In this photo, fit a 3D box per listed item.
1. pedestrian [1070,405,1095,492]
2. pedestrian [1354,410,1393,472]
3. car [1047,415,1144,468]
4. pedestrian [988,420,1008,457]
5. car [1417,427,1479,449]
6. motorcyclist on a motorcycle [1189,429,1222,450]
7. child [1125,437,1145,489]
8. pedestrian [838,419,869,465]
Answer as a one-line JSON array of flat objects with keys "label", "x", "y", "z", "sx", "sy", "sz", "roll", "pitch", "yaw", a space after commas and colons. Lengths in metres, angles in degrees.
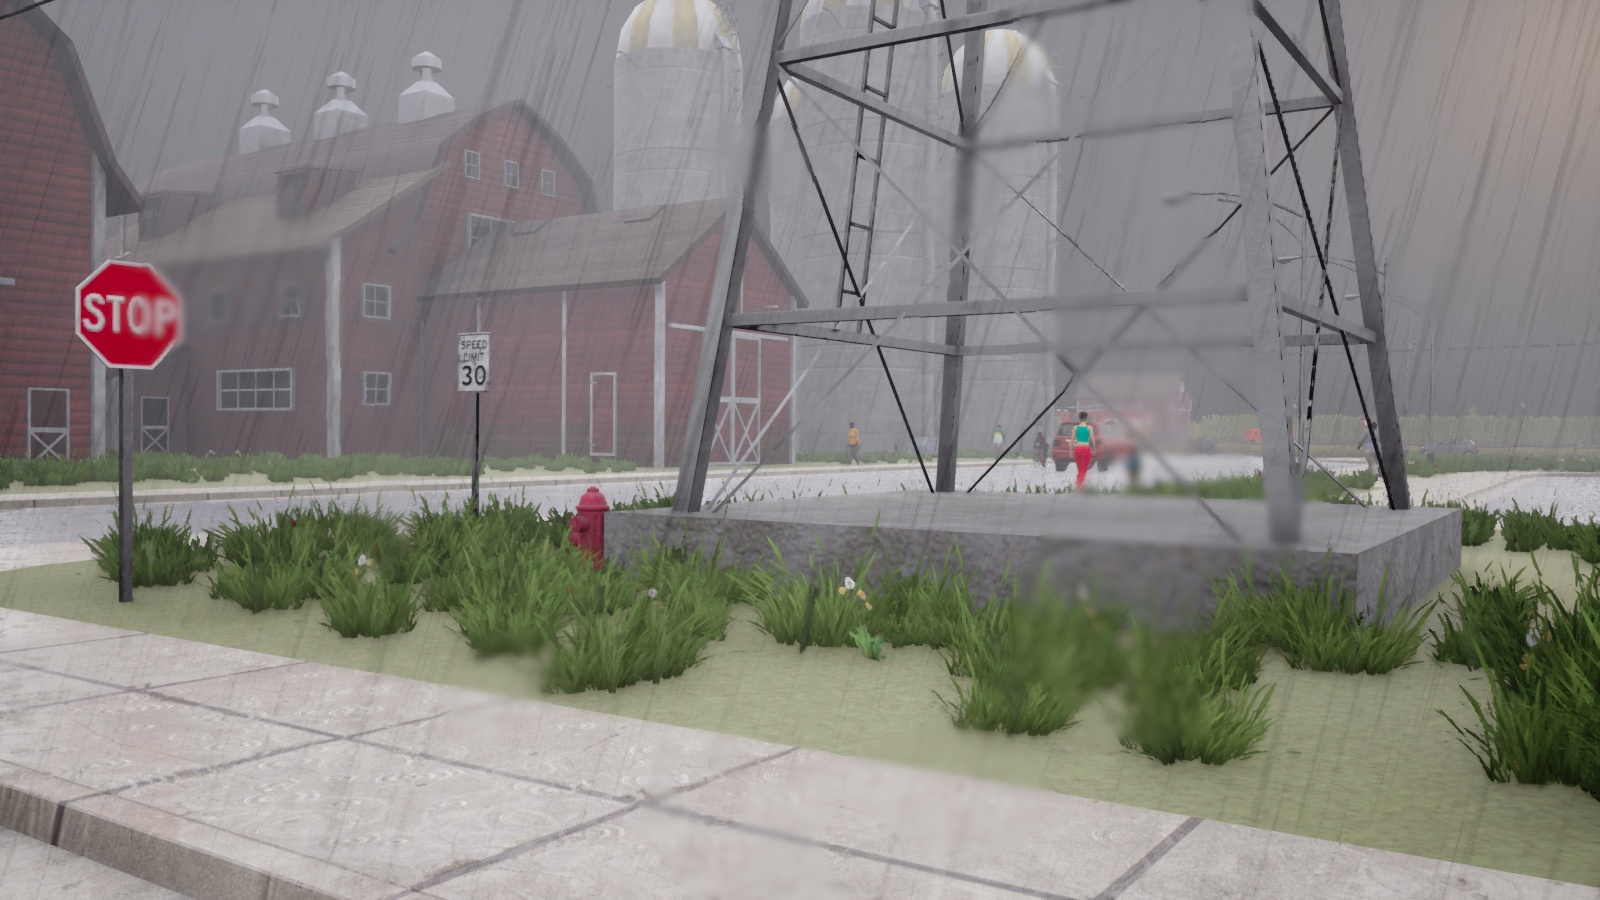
[{"label": "pedestrian", "x": 6.082, "y": -0.038, "z": 27.035, "sx": 0.345, "sy": 1.836, "sz": 0.594, "roll": 0, "pitch": 1, "yaw": 33}, {"label": "pedestrian", "x": 17.413, "y": -0.287, "z": 38.127, "sx": 0.874, "sy": 1.855, "sz": 0.900, "roll": 0, "pitch": 1, "yaw": 11}, {"label": "car", "x": 12.197, "y": -0.365, "z": 51.600, "sx": 2.150, "sy": 2.045, "sz": 5.566, "roll": 0, "pitch": 1, "yaw": 33}, {"label": "pedestrian", "x": 10.295, "y": -0.602, "z": 65.270, "sx": 0.659, "sy": 1.952, "sz": 0.873, "roll": 0, "pitch": 1, "yaw": 37}, {"label": "car", "x": 44.769, "y": -0.844, "z": 86.729, "sx": 3.633, "sy": 1.501, "sz": 1.845, "roll": 0, "pitch": 1, "yaw": 33}, {"label": "motorcyclist on a motorcycle", "x": 29.829, "y": -0.765, "z": 92.396, "sx": 2.191, "sy": 1.530, "sz": 0.866, "roll": 0, "pitch": 1, "yaw": 33}, {"label": "child", "x": 7.813, "y": 0.296, "z": 29.281, "sx": 0.343, "sy": 1.192, "sz": 0.448, "roll": 0, "pitch": 1, "yaw": 28}, {"label": "pedestrian", "x": 2.161, "y": -0.327, "z": 50.872, "sx": 0.874, "sy": 1.855, "sz": 0.900, "roll": 0, "pitch": 1, "yaw": 44}]
